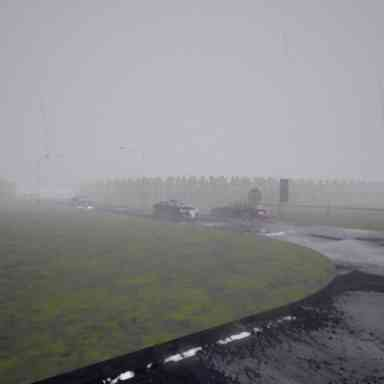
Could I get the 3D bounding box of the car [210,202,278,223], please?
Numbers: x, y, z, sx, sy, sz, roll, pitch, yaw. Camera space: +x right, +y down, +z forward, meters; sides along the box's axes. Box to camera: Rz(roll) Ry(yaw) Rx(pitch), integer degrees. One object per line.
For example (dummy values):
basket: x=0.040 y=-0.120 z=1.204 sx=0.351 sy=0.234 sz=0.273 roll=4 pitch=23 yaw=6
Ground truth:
car: x=3.634 y=1.399 z=24.212 sx=2.033 sy=1.411 sz=5.357 roll=0 pitch=1 yaw=-36

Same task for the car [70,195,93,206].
car: x=-15.427 y=1.184 z=46.031 sx=2.033 sy=1.411 sz=5.357 roll=0 pitch=1 yaw=-35

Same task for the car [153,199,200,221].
car: x=-1.317 y=1.320 z=25.965 sx=2.128 sy=1.511 sz=4.902 roll=0 pitch=1 yaw=-35
